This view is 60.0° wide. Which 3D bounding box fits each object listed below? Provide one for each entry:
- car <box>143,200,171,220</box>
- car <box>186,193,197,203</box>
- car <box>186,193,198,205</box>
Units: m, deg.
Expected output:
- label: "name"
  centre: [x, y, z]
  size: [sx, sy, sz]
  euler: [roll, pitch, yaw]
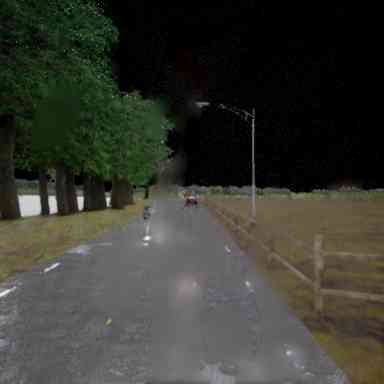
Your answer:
- label: "car"
  centre: [-2.791, 1.425, 27.132]
  size: [2.128, 1.511, 4.902]
  euler: [0, 0, 0]
- label: "car"
  centre: [-0.046, 1.179, 67.262]
  size: [2.150, 2.045, 5.566]
  euler: [0, 0, 0]
- label: "car"
  centre: [-0.038, 1.415, 56.813]
  size: [1.882, 1.535, 5.008]
  euler: [0, 0, 0]
